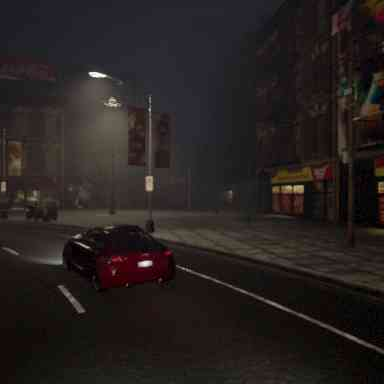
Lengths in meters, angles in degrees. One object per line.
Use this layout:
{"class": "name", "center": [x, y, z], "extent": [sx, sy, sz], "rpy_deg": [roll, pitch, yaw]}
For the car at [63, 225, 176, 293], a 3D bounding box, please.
{"class": "car", "center": [-2.171, 1.608, 9.221], "extent": [1.994, 1.385, 4.181], "rpy_deg": [0, 0, -34]}
